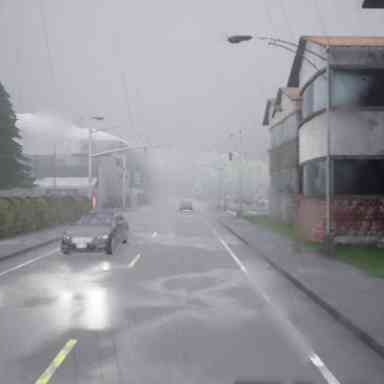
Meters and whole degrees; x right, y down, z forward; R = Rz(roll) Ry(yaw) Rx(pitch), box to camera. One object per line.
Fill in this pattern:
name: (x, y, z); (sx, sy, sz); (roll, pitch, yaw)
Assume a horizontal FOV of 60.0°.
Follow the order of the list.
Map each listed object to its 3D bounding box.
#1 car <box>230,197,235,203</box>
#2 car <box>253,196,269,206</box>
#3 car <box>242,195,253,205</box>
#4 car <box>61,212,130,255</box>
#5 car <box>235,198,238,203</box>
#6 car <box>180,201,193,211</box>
car: (12.209, 1.748, 80.786); (4.605, 1.855, 1.932); (0, 0, -1)
car: (13.376, 1.708, 58.687); (3.806, 1.475, 1.970); (0, 0, -1)
car: (12.928, 1.680, 65.097); (5.027, 1.636, 2.152); (0, 0, -1)
car: (-3.829, 1.604, 13.852); (2.128, 1.511, 4.902); (0, -1, -1)
car: (12.678, 1.704, 77.889); (3.866, 1.878, 1.905); (0, 0, -1)
car: (-0.797, 1.913, 46.465); (2.033, 1.411, 5.357); (0, -1, -1)
